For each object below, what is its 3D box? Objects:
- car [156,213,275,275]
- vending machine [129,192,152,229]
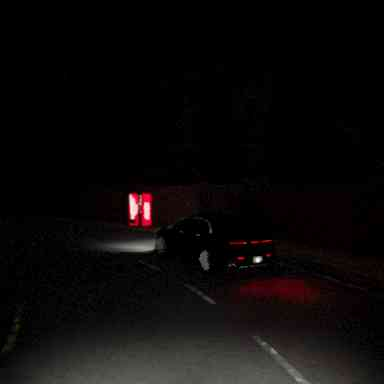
[{"bbox_3d":[0.463,1.431,10.454,1.837,1.490,4.892,1,0,-29],"label":"car"},{"bbox_3d":[-3.096,1.066,20.000,0.880,2.100,1.100,0,0,37],"label":"vending machine"}]
